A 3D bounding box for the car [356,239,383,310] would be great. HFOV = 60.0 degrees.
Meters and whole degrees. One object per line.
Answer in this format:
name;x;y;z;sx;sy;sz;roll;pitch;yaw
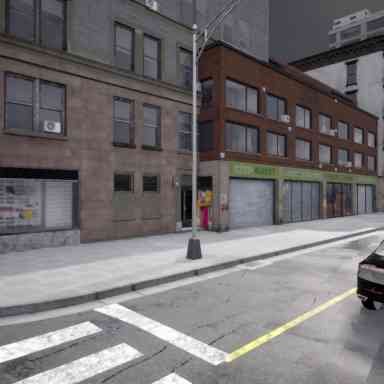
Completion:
car;5.017;1.497;6.800;4.902;1.511;2.128;0;0;-44
